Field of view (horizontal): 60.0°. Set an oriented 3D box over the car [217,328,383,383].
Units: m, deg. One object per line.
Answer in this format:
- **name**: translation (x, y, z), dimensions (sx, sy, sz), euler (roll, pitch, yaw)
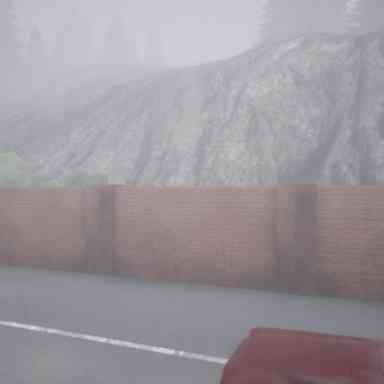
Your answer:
- **car**: translation (2.367, 1.600, 1.934), dimensions (4.718, 1.301, 1.895), euler (0, 0, 20)
